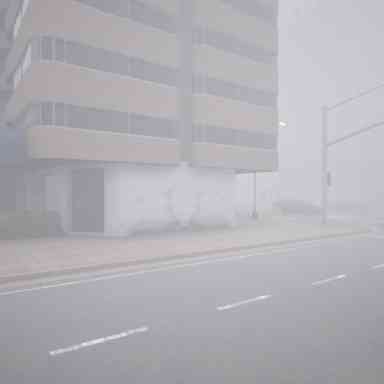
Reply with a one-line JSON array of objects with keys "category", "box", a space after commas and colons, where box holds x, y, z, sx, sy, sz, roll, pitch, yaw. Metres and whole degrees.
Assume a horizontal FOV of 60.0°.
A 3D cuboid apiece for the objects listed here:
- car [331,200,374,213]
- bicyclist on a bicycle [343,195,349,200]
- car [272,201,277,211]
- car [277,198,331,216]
[{"category": "car", "box": [16.892, 1.546, 36.481, 2.033, 1.411, 5.357, 0, 0, -36]}, {"category": "bicyclist on a bicycle", "box": [22.058, 1.300, 47.707, 1.656, 1.620, 0.582, 0, 0, -36]}, {"category": "car", "box": [11.441, 1.477, 37.687, 1.882, 1.535, 5.008, 0, 0, -36]}, {"category": "car", "box": [10.848, 1.562, 32.548, 1.994, 1.385, 4.181, 0, 0, -36]}]
